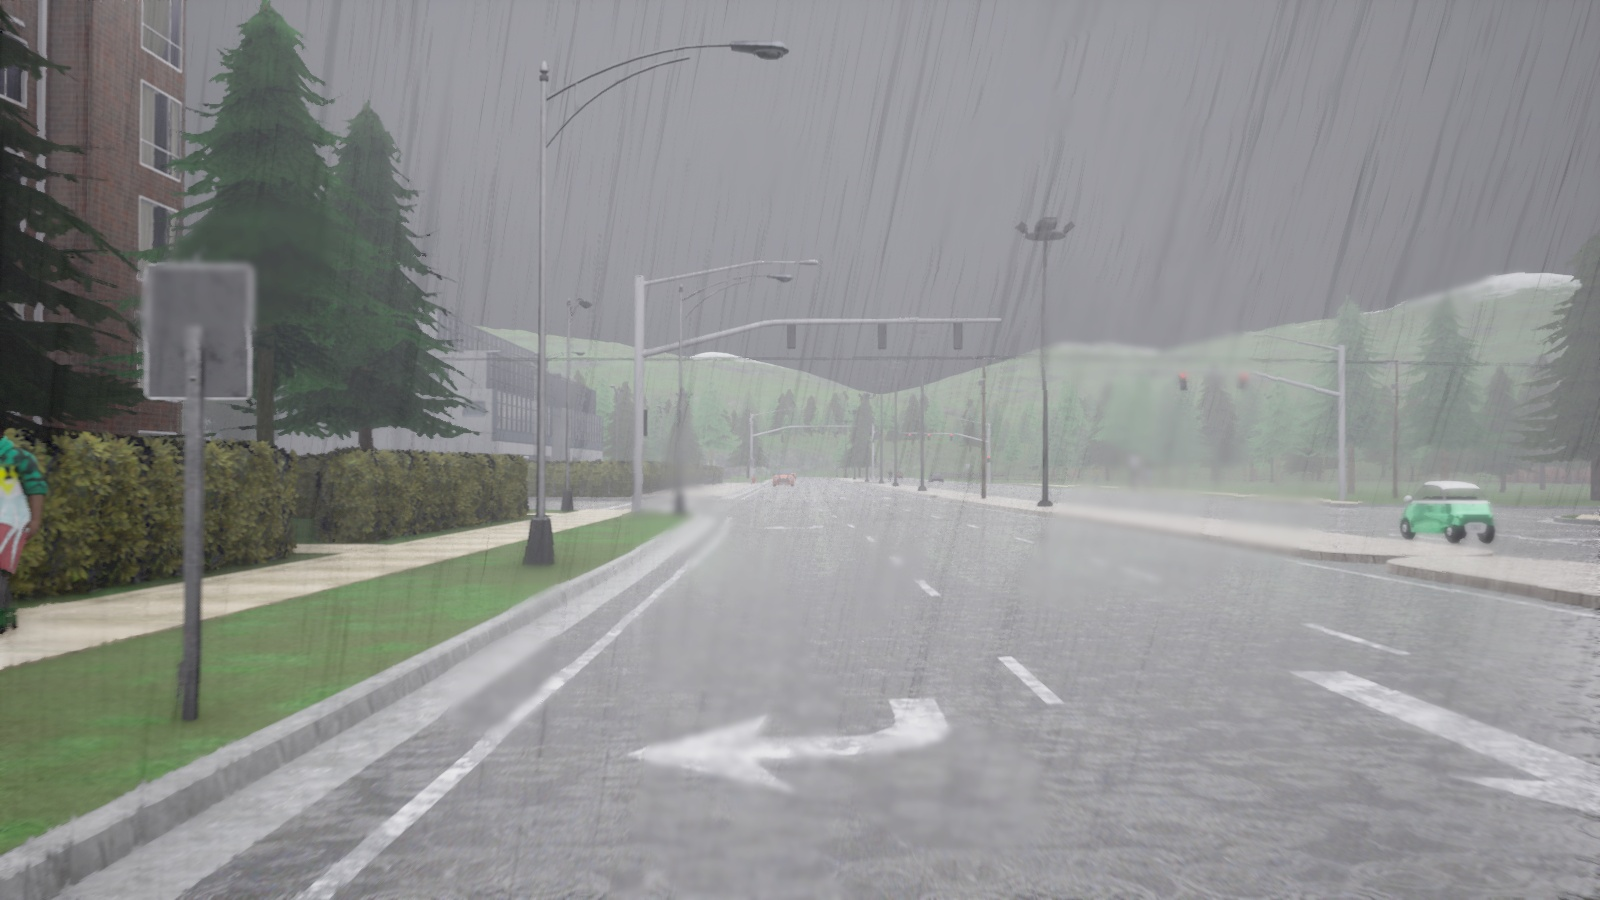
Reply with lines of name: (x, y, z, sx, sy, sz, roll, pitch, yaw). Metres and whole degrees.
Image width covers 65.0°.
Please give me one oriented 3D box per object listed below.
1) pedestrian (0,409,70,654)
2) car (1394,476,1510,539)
pedestrian: (-6.661, 0.655, 10.453, 0.659, 1.952, 0.873, 0, -1, 0)
car: (14.891, 1.294, 28.779, 1.481, 1.376, 2.207, 0, -1, -1)
